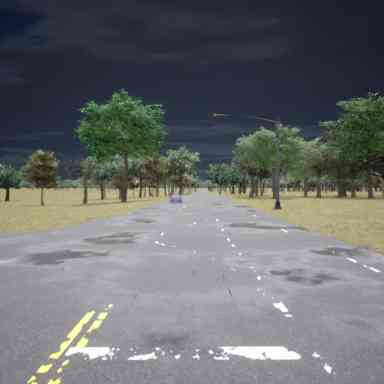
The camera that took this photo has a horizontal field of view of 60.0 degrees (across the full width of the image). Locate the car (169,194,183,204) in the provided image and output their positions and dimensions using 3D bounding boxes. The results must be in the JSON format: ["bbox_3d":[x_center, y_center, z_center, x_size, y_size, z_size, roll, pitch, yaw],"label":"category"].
[{"bbox_3d":[-2.512,1.112,52.503,1.812,1.442,4.674,0,1,2],"label":"car"}]
